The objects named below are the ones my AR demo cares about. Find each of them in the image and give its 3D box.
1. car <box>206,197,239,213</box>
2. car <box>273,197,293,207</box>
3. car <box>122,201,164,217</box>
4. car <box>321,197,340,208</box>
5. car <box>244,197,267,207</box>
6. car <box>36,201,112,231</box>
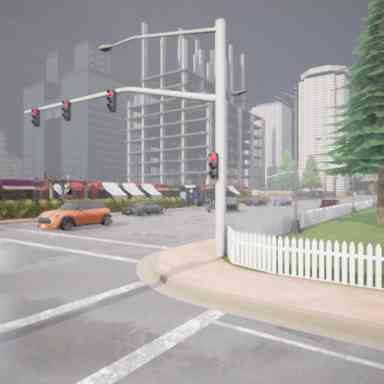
[{"bbox_3d":[3.362,1.347,36.252,2.097,1.767,4.553,0,0,34],"label":"car"},{"bbox_3d":[14.284,1.536,52.262,1.812,1.442,4.674,0,0,34],"label":"car"},{"bbox_3d":[-4.512,1.558,30.851,1.994,1.385,4.181,0,0,34],"label":"car"},{"bbox_3d":[20.127,1.475,48.225,1.882,1.535,5.008,0,0,34],"label":"car"},{"bbox_3d":[10.114,1.542,52.375,2.033,1.411,5.357,0,0,34],"label":"car"},{"bbox_3d":[-7.143,1.348,20.524,2.097,1.767,4.553,0,0,32],"label":"car"}]
